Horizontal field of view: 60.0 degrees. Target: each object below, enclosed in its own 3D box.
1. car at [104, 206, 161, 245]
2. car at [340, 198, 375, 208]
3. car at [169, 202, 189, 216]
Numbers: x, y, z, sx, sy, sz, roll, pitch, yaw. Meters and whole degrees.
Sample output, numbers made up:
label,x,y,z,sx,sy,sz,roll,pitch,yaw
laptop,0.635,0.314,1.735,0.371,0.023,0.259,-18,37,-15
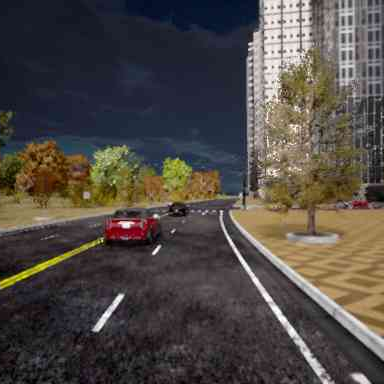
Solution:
label,x,y,z,sx,sy,sz,roll,pitch,yaw
car,-2.844,1.545,16.865,2.097,1.767,4.553,0,-1,2
car,24.272,1.609,48.348,4.097,1.590,1.967,-1,0,10
car,-1.436,1.882,38.084,1.882,1.535,5.008,0,-1,5
